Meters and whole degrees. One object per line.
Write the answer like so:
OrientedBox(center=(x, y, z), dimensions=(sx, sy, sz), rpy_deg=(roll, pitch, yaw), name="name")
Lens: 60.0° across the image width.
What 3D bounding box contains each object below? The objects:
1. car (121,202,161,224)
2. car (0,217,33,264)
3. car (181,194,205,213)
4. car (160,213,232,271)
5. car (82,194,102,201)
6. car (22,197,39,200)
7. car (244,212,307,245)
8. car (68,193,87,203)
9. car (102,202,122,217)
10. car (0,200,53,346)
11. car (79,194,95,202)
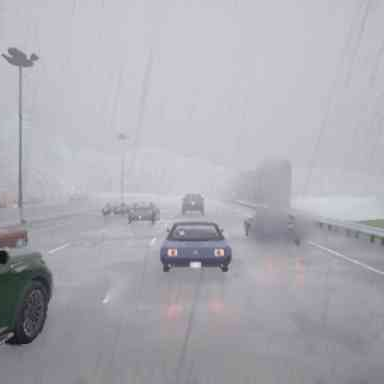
OrientedBox(center=(-3.403, 1.472, 24.192), dimensions=(2.128, 1.511, 4.902), rpy_deg=(0, 0, 0), name="car")
OrientedBox(center=(-6.895, 1.593, 10.094), dimensions=(1.895, 1.301, 4.718), rpy_deg=(0, 0, 0), name="car")
OrientedBox(center=(0.097, 1.193, 34.096), dimensions=(2.150, 2.045, 5.566), rpy_deg=(0, 0, 0), name="car")
OrientedBox(center=(0.100, 1.592, 10.797), dimensions=(1.895, 1.301, 4.718), rpy_deg=(0, 0, 0), name="car")
OrientedBox(center=(-17.352, 1.479, 58.871), dimensions=(1.812, 1.442, 4.674), rpy_deg=(0, 1, 2), name="car")
OrientedBox(center=(-27.906, 1.501, 56.659), dimensions=(2.033, 1.411, 5.357), rpy_deg=(0, 0, 2), name="car")
OrientedBox(center=(3.599, 1.588, 15.375), dimensions=(1.895, 1.301, 4.718), rpy_deg=(0, 0, 0), name="car")
OrientedBox(center=(-20.807, 1.172, 61.142), dimensions=(2.150, 2.045, 5.566), rpy_deg=(0, 0, 2), name="car")
OrientedBox(center=(-6.903, 1.575, 31.027), dimensions=(1.895, 1.301, 4.718), rpy_deg=(0, 0, 0), name="car")
OrientedBox(center=(-3.400, 1.219, 3.207), dimensions=(2.150, 2.045, 5.566), rpy_deg=(0, 0, 0), name="car")
OrientedBox(center=(-23.933, 1.292, 76.199), dimensions=(2.097, 1.767, 4.553), rpy_deg=(0, 0, 1), name="car")
